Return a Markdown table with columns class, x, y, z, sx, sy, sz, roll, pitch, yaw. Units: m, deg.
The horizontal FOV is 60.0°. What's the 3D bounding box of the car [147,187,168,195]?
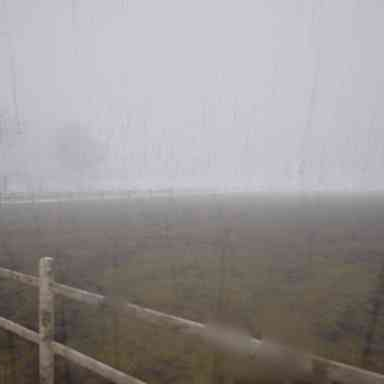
| class | x | y | z | sx | sy | sz | roll | pitch | yaw |
| --- | --- | --- | --- | --- | --- | --- | --- | --- | --- |
| car | -6.763 | -0.192 | 64.715 | 2.128 | 1.511 | 4.902 | 0 | 1 | 35 |
